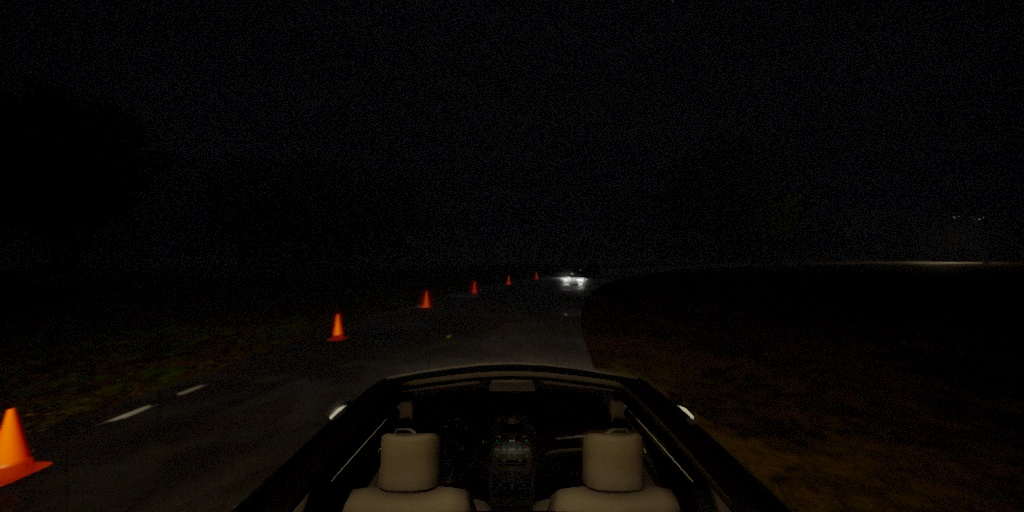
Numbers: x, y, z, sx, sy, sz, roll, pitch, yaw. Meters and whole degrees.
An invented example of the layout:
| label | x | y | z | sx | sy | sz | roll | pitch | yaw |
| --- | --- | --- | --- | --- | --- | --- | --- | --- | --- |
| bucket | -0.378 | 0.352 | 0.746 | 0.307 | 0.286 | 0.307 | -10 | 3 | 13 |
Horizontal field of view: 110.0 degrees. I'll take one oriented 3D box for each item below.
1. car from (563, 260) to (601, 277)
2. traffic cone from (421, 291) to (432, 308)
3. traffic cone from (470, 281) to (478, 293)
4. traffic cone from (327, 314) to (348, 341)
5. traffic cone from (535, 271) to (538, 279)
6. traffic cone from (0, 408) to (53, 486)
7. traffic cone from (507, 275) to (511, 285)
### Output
| label | x | y | z | sx | sy | sz | roll | pitch | yaw |
| --- | --- | --- | --- | --- | --- | --- | --- | --- | --- |
| car | 6.361 | 1.069 | 32.004 | 2.033 | 1.411 | 5.357 | 1 | 1 | 31 |
| traffic cone | -3.231 | 1.628 | 13.544 | 0.340 | 0.580 | 0.340 | 0 | 0 | 12 |
| traffic cone | -1.941 | 1.600 | 18.595 | 0.340 | 0.580 | 0.340 | 0 | 0 | 17 |
| traffic cone | -4.077 | 1.646 | 8.400 | 0.340 | 0.580 | 0.340 | 0 | 0 | 7 |
| traffic cone | 1.925 | 1.517 | 28.269 | 0.340 | 0.580 | 0.340 | 0 | 0 | 27 |
| traffic cone | -4.473 | 1.656 | 3.202 | 0.340 | 0.580 | 0.340 | 0 | 0 | 2 |
| traffic cone | -0.218 | 1.563 | 23.516 | 0.340 | 0.580 | 0.340 | 0 | 0 | 22 |
